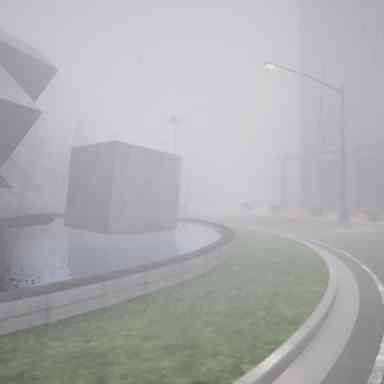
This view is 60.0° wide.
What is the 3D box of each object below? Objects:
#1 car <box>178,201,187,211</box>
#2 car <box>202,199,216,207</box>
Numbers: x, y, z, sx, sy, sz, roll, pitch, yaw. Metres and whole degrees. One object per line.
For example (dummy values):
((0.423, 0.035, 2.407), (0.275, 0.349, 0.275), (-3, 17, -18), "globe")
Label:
((-2.311, 2.084, 49.676), (1.994, 1.385, 4.181), (-1, -1, 25), "car")
((3.376, 2.123, 65.192), (1.837, 1.490, 4.892), (-1, -1, 18), "car")
